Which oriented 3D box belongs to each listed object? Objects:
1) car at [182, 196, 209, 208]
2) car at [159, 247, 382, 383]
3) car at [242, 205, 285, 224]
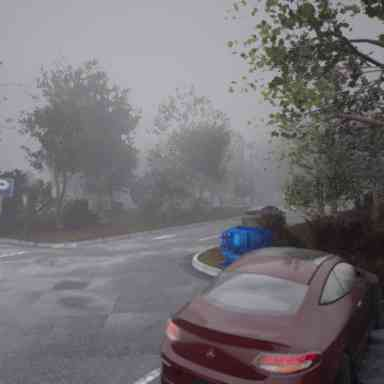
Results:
[{"bbox_3d":[0.330,1.783,59.483,5.566,2.045,2.150,-2,-2,33],"label":"car"},{"bbox_3d":[1.465,1.528,4.739,2.002,1.452,4.674,0,0,35],"label":"car"},{"bbox_3d":[5.348,1.684,24.317,1.837,1.490,4.892,-4,-1,36],"label":"car"}]
